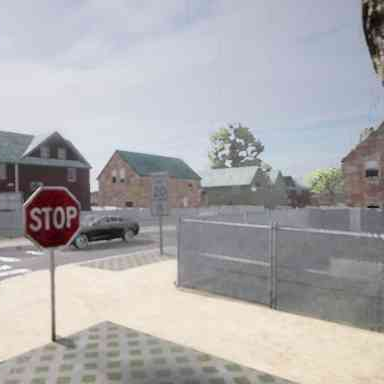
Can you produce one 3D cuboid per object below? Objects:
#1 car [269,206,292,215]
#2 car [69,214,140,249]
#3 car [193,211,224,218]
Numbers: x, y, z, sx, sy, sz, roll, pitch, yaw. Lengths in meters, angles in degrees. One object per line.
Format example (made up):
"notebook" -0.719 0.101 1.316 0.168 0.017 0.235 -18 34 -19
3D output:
"car" 10.050 2.350 37.639 2.097 1.767 4.553 -3 -3 36
"car" -4.820 1.888 16.755 2.128 1.511 4.902 -3 -3 37
"car" 1.308 2.169 25.332 1.812 1.442 4.674 -3 -3 35
